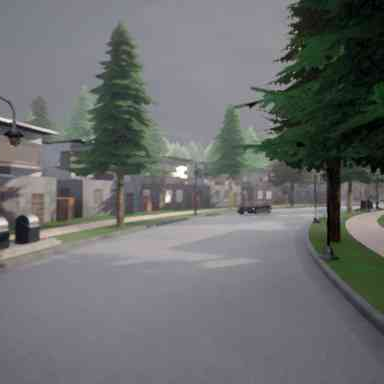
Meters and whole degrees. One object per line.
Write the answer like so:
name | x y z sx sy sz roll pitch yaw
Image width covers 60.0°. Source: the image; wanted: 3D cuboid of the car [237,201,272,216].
car | 5.988 1.541 31.699 1.895 1.301 4.718 0 0 32
